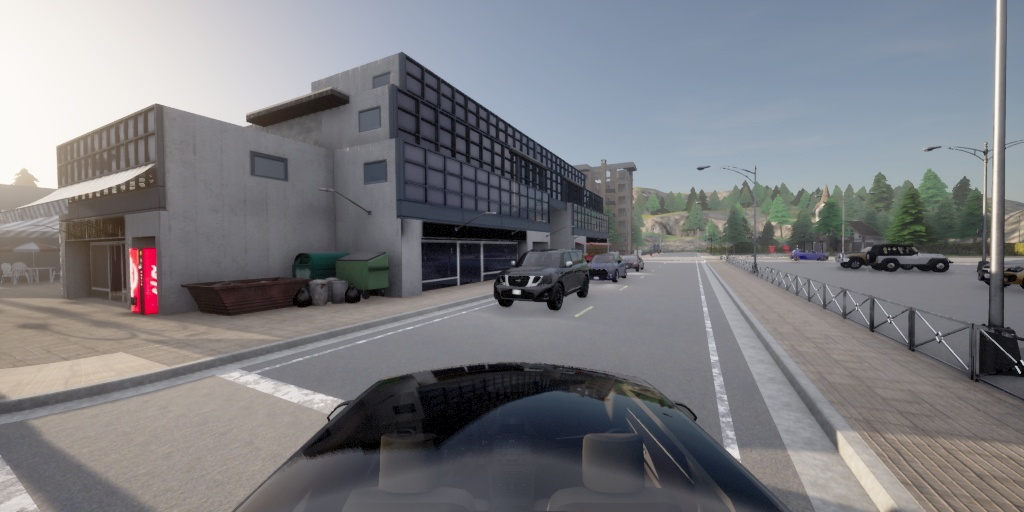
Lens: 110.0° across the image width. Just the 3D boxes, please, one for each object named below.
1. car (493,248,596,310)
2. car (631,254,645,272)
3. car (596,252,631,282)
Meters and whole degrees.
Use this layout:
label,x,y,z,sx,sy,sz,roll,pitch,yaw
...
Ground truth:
label,x,y,z,sx,sy,sz,roll,pitch,yaw
car,1.397,0.733,13.841,2.150,2.045,5.566,0,1,27
car,10.493,0.567,31.731,1.812,1.442,4.674,0,1,27
car,5.853,0.633,22.611,2.097,1.767,4.553,0,1,27
